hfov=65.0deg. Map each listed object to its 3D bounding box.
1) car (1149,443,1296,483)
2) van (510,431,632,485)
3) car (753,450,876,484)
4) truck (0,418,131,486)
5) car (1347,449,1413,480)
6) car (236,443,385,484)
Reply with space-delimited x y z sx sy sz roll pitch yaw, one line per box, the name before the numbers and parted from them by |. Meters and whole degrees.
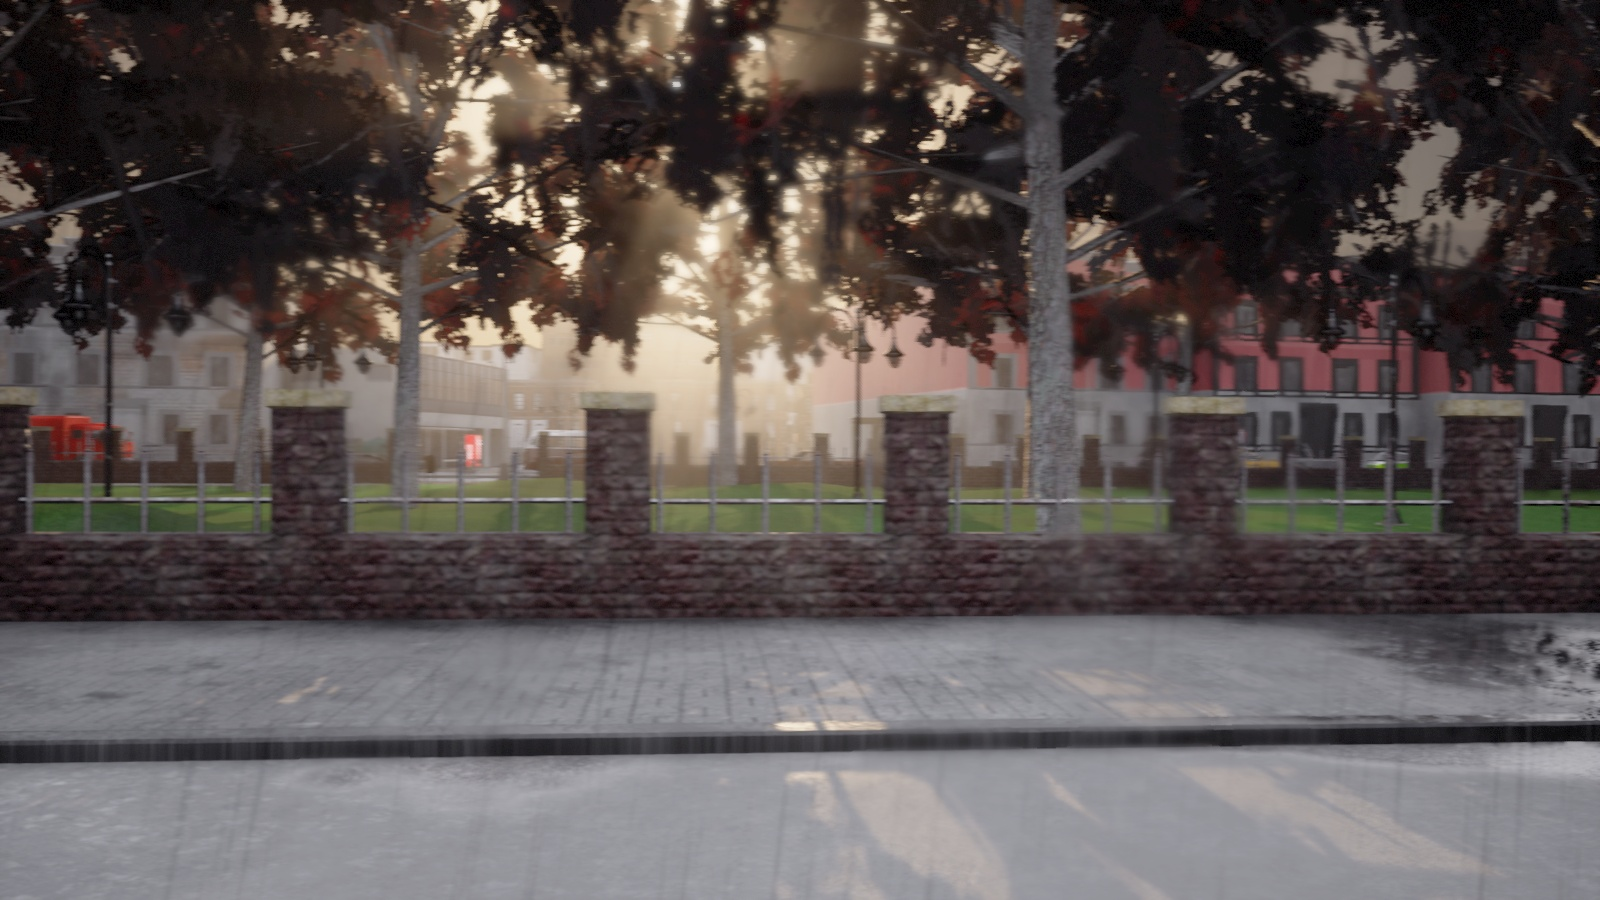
car | 17.135 0.523 51.012 5.366 1.575 1.801 0 0 -4
van | -8.821 0.285 48.753 4.480 2.038 2.069 0 0 -5
car | 0.540 0.670 49.563 4.718 1.301 1.895 0 0 -5
truck | -28.376 0.057 47.052 5.204 2.467 2.627 0 0 -5
car | 25.728 0.632 55.707 2.207 1.376 1.481 0 0 -4
car | -18.589 0.510 47.910 4.902 1.511 2.128 0 0 -5
